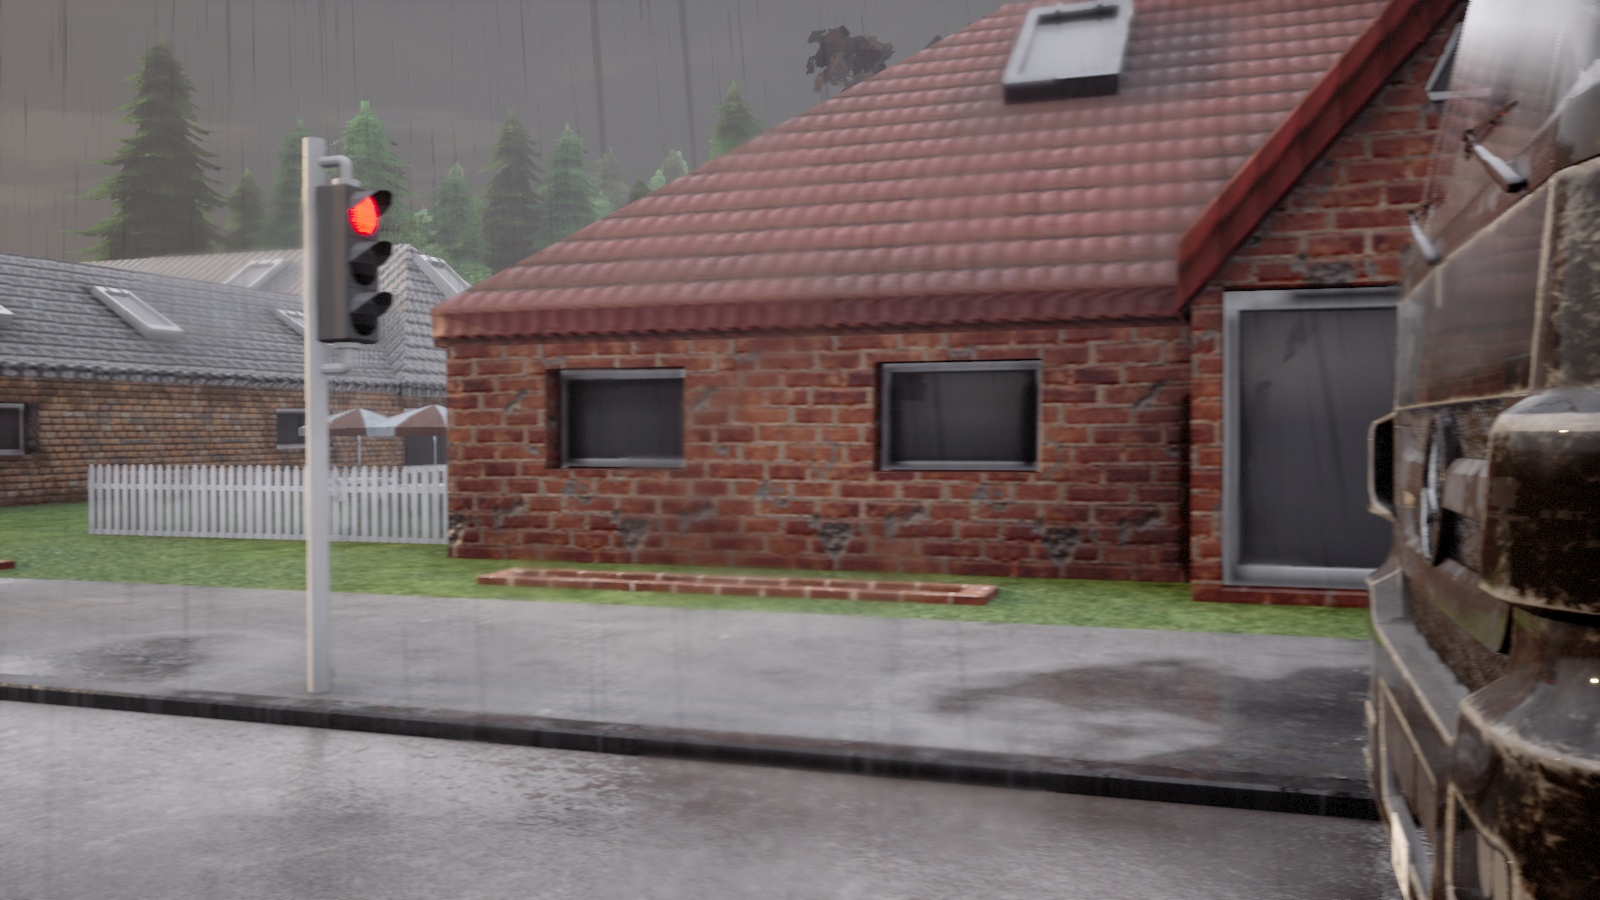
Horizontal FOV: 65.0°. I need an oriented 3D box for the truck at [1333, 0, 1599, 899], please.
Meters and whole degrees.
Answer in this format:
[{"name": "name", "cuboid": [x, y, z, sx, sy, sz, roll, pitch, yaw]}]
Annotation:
[{"name": "truck", "cuboid": [5.230, -0.167, 1.932, 7.936, 3.462, 2.891, 1, 1, 20]}]
